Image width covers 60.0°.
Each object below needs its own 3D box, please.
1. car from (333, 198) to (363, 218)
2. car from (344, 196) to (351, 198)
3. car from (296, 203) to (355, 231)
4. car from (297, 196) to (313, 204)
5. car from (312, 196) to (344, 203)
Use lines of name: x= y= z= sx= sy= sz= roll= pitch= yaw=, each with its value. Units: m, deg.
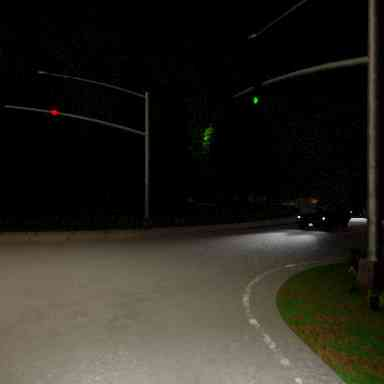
car: x=14.029 y=1.537 z=29.710 sx=1.994 sy=1.385 sz=4.181 roll=0 pitch=0 yaw=21
car: x=20.789 y=1.325 z=46.342 sx=2.097 sy=1.767 sz=4.553 roll=0 pitch=0 yaw=3
car: x=8.297 y=1.574 z=20.809 sx=1.895 sy=1.301 sz=4.718 roll=0 pitch=0 yaw=41
car: x=19.634 y=1.451 z=56.053 sx=1.882 sy=1.535 sz=5.008 roll=0 pitch=0 yaw=-16
car: x=16.836 y=1.478 z=41.386 sx=1.837 sy=1.490 sz=4.892 roll=0 pitch=0 yaw=7
